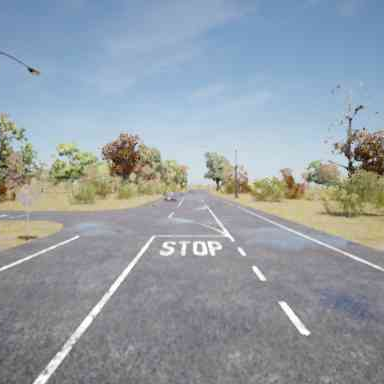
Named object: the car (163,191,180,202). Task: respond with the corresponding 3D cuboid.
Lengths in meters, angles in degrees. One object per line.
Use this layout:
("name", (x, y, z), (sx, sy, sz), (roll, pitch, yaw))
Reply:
("car", (-3.435, 0.828, 52.723), (2.128, 1.511, 4.902), (0, 1, 0))

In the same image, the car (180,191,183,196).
("car", (-3.425, 0.390, 85.052), (1.812, 1.442, 4.674), (0, 1, 0))
